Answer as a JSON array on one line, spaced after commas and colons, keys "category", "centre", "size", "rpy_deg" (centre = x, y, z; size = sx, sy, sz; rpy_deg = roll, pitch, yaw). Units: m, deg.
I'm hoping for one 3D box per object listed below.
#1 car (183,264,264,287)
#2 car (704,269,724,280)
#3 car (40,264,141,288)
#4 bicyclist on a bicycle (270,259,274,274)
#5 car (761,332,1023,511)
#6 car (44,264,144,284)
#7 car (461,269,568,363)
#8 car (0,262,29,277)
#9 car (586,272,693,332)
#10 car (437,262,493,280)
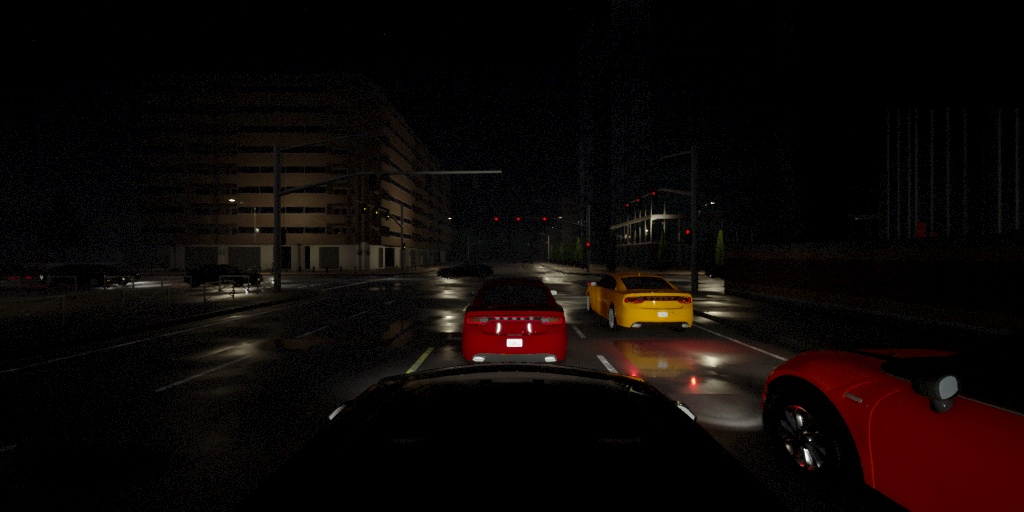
[{"category": "car", "centre": [-19.431, 1.331, 24.208], "size": [4.674, 1.442, 1.812], "rpy_deg": [0, 0, 0]}, {"category": "car", "centre": [19.520, 1.406, 31.246], "size": [4.718, 1.301, 1.895], "rpy_deg": [0, 0, 0]}, {"category": "car", "centre": [-28.670, 1.310, 24.223], "size": [4.892, 1.490, 1.837], "rpy_deg": [0, 0, 0]}, {"category": "bicyclist on a bicycle", "centre": [-25.540, 1.106, 38.695], "size": [0.582, 1.620, 1.656], "rpy_deg": [0, 0, 0]}, {"category": "car", "centre": [3.600, 1.102, 1.794], "size": [2.097, 1.767, 4.553], "rpy_deg": [0, 0, 0]}, {"category": "car", "centre": [-32.193, 1.353, 27.737], "size": [5.357, 1.411, 2.033], "rpy_deg": [0, 0, 0]}, {"category": "car", "centre": [0.058, 1.228, 8.164], "size": [1.882, 1.535, 5.008], "rpy_deg": [0, 0, 0]}, {"category": "car", "centre": [-50.350, 1.297, 34.956], "size": [4.902, 1.511, 2.128], "rpy_deg": [0, 0, 1]}, {"category": "car", "centre": [3.577, 1.228, 10.940], "size": [1.882, 1.535, 5.008], "rpy_deg": [0, 0, 0]}, {"category": "car", "centre": [-4.016, 1.267, 31.332], "size": [4.902, 1.511, 2.128], "rpy_deg": [0, 0, 0]}]
